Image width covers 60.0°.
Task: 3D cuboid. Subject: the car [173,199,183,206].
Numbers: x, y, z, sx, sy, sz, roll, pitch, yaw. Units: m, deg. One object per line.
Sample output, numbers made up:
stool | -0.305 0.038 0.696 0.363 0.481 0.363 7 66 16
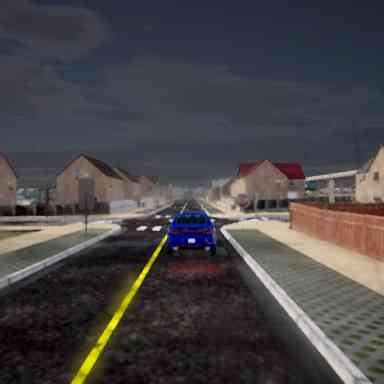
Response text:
car | -2.802 2.182 69.068 2.033 1.411 5.357 0 -1 0

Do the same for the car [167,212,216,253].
car | -0.004 1.617 14.470 1.882 1.535 5.008 0 0 0
